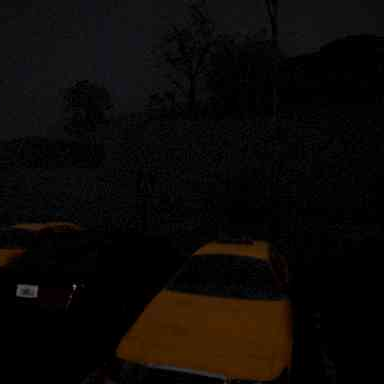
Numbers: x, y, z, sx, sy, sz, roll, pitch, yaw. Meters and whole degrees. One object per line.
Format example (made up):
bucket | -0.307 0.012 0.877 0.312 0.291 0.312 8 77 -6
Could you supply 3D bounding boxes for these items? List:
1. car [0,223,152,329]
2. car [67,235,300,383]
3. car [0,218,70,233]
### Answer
car | -1.763 1.518 7.088 2.163 1.488 4.792 0 -1 15
car | 0.613 1.486 5.147 1.946 1.575 5.366 1 -1 16
car | -4.243 1.479 8.613 1.946 1.575 5.366 1 -1 16
